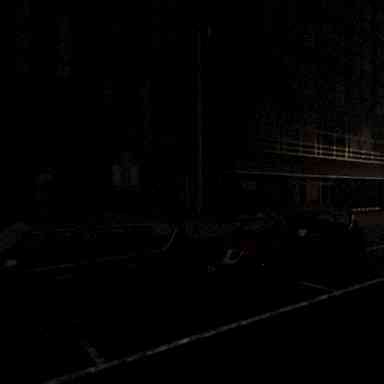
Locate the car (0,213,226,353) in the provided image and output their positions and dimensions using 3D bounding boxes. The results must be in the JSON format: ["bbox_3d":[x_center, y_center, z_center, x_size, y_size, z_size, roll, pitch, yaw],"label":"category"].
[{"bbox_3d":[-2.132,1.315,5.245,5.009,1.841,2.192,0,0,-36],"label":"car"}]

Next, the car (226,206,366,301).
[{"bbox_3d":[2.459,1.317,8.520,5.009,1.841,2.192,0,0,-36],"label":"car"}]
